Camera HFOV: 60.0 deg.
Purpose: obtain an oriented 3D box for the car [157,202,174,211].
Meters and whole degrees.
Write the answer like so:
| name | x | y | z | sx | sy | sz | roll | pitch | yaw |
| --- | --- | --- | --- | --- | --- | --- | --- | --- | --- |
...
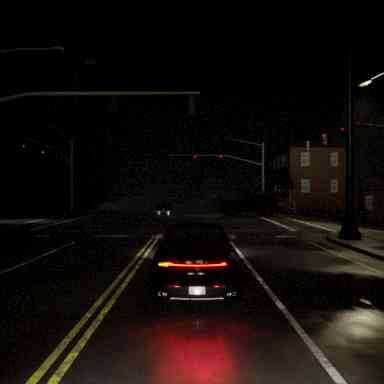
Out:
| name | x | y | z | sx | sy | sz | roll | pitch | yaw |
| --- | --- | --- | --- | --- | --- | --- | --- | --- | --- |
| car | -3.668 | 2.056 | 45.633 | 2.033 | 1.411 | 5.357 | 0 | -4 | 0 |

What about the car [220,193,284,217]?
| name | x | y | z | sx | sy | sz | roll | pitch | yaw |
| --- | --- | --- | --- | --- | --- | --- | --- | --- | --- |
| car | 5.337 | 1.139 | 29.784 | 5.566 | 2.045 | 2.150 | 0 | 1 | 16 |

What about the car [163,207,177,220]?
| name | x | y | z | sx | sy | sz | roll | pitch | yaw |
| --- | --- | --- | --- | --- | --- | --- | --- | --- | --- |
| car | -3.681 | 3.615 | 55.735 | 2.033 | 1.411 | 5.357 | 0 | -12 | 0 |

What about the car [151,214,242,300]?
| name | x | y | z | sx | sy | sz | roll | pitch | yaw |
| --- | --- | --- | --- | --- | --- | --- | --- | --- | --- |
| car | 0.087 | 1.505 | 8.336 | 1.837 | 1.490 | 4.892 | 0 | 0 | 0 |
